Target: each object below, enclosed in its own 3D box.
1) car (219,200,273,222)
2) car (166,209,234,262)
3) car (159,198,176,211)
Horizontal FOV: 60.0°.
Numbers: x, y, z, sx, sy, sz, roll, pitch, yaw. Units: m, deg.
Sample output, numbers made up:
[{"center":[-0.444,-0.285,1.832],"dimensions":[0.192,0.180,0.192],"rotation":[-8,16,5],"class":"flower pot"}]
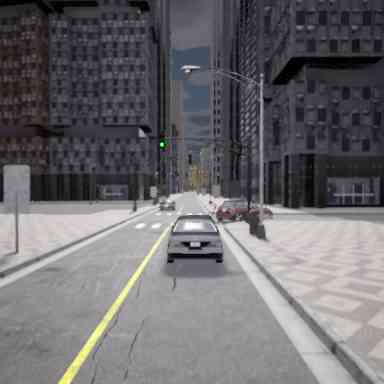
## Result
[{"center":[4.200,1.402,26.040],"dimensions":[4.553,1.767,2.097],"rotation":[0,1,-34],"class":"car"},{"center":[0.094,1.548,12.036],"dimensions":[2.033,1.411,5.357],"rotation":[0,0,0],"class":"car"},{"center":[-3.086,1.555,42.586],"dimensions":[2.128,1.511,4.902],"rotation":[0,0,0],"class":"car"}]
